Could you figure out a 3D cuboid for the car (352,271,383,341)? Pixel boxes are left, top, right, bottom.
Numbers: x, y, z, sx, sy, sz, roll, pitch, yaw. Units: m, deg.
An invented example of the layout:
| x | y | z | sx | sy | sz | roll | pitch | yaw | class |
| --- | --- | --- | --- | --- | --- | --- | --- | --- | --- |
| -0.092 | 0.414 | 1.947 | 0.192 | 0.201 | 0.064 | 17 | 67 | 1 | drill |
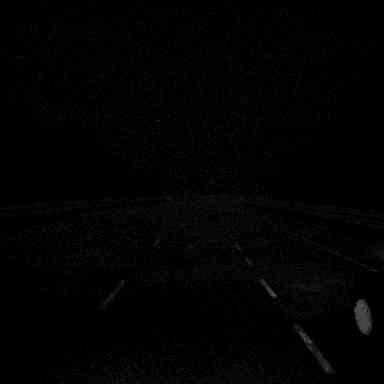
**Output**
| x | y | z | sx | sy | sz | roll | pitch | yaw | class |
| --- | --- | --- | --- | --- | --- | --- | --- | --- | --- |
| 3.552 | 1.499 | 3.504 | 1.882 | 1.535 | 5.008 | 0 | 0 | 1 | car |
